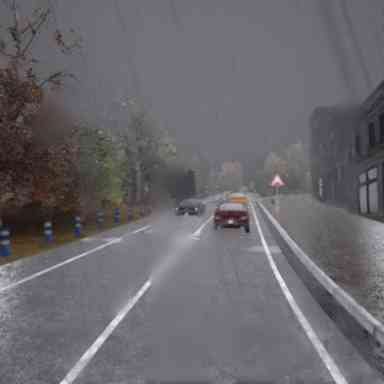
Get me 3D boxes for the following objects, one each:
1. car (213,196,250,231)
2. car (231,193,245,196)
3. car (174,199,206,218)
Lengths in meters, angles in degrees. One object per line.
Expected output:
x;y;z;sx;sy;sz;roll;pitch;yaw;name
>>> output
2.286;1.265;18.986;1.882;1.535;5.008;0;1;9;car
5.120;0.847;37.189;1.882;1.535;5.008;-1;1;9;car
-0.071;1.257;26.333;1.895;1.301;4.718;0;1;9;car
